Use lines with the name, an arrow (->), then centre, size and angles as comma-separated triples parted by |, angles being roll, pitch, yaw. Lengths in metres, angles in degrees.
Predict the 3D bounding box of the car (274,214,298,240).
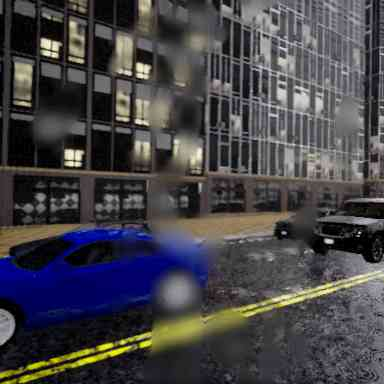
car -> 6.066, 1.519, 15.956 | 5.008, 1.535, 1.882 | 0, 0, -35

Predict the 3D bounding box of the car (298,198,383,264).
car -> 6.696, 1.263, 12.425 | 5.566, 2.045, 2.150 | 0, 0, -36

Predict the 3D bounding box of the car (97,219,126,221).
car -> -2.446, 1.545, 9.924 | 5.357, 1.411, 2.033 | 0, 0, -35

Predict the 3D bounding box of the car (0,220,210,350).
car -> -1.965, 1.474, 6.275 | 5.008, 1.535, 1.882 | 0, 0, -36
